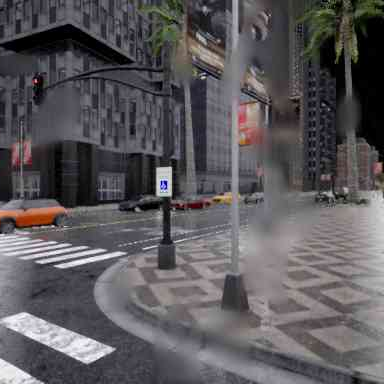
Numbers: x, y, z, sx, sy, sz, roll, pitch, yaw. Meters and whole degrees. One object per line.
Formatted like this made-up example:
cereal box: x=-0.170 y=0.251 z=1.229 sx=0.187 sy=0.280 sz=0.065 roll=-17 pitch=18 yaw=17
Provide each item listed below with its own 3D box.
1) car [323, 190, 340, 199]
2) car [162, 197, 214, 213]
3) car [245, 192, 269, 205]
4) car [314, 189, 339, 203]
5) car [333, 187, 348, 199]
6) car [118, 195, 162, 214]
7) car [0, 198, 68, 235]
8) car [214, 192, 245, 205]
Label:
car: x=25.759 y=0.352 z=61.331 sx=1.882 sy=1.535 sz=5.008 roll=0 pitch=1 yaw=36
car: x=-0.287 y=1.129 z=30.536 sx=1.895 sy=1.301 sz=4.718 roll=0 pitch=1 yaw=35
car: x=8.344 y=0.781 z=42.671 sx=1.837 sy=1.490 sz=4.892 roll=0 pitch=1 yaw=36
car: x=17.811 y=0.677 z=44.492 sx=1.837 sy=1.490 sz=4.892 roll=0 pitch=1 yaw=35
car: x=23.672 y=0.231 z=52.772 sx=2.150 sy=2.045 sz=5.566 roll=0 pitch=1 yaw=36
car: x=-4.460 y=1.046 z=30.276 sx=1.882 sy=1.535 sz=5.008 roll=0 pitch=2 yaw=36
car: x=-9.040 y=1.153 z=17.790 sx=2.097 sy=1.767 sz=4.553 roll=0 pitch=1 yaw=32
car: x=4.440 y=0.783 z=42.796 sx=1.882 sy=1.535 sz=5.008 roll=0 pitch=1 yaw=36
